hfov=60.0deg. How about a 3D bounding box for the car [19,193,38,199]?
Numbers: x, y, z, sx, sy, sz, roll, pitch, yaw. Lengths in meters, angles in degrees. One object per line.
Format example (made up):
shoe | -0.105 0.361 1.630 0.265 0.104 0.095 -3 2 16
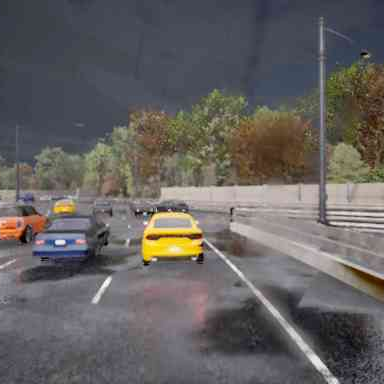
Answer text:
car | -36.144 1.284 72.310 5.566 2.045 2.150 0 0 45

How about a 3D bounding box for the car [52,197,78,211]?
car | -13.115 1.557 34.442 1.882 1.535 5.008 0 0 -19

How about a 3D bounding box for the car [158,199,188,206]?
car | -2.177 1.517 33.275 1.837 1.490 4.892 -1 0 -35

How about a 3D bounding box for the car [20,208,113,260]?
car | -4.284 1.575 12.565 2.033 1.411 5.357 0 0 -7

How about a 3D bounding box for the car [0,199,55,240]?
car | -8.395 1.398 15.950 2.097 1.767 4.553 0 0 -9

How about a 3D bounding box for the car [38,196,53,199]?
car | -33.604 1.645 74.720 4.718 1.301 1.895 0 0 45

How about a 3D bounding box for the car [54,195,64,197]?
car | -31.044 1.541 77.108 4.892 1.490 1.837 0 0 45

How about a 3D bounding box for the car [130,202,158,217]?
car | -4.820 1.646 31.626 1.895 1.301 4.718 0 0 -16

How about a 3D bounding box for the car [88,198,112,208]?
car | -8.968 1.554 33.049 2.128 1.511 4.902 0 0 -18

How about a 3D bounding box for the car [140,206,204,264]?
car | -0.730 1.491 11.922 1.882 1.535 5.008 0 0 -5

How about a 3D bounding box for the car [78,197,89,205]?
car | -20.814 1.687 64.592 1.994 1.385 4.181 0 0 -37
